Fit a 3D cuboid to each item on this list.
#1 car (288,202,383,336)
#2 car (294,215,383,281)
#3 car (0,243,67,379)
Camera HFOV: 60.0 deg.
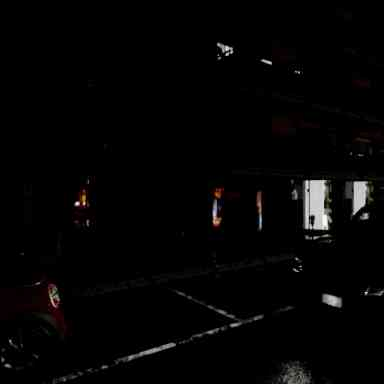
[{"bbox_3d":[4.281,1.224,6.439,5.566,2.045,2.150,0,0,-36],"label":"car"},{"bbox_3d":[5.429,1.555,10.445,4.403,1.369,2.008,0,0,-36],"label":"car"},{"bbox_3d":[-3.761,1.440,3.876,4.097,1.590,1.967,0,0,-36],"label":"car"}]
